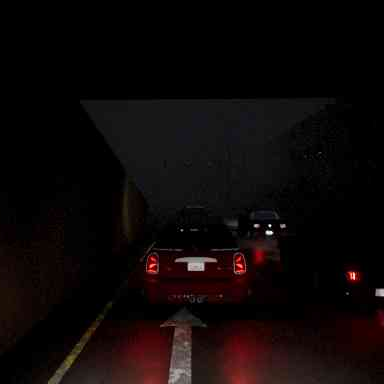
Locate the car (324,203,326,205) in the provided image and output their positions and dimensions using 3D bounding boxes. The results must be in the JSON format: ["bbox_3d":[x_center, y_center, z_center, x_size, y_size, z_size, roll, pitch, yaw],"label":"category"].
[{"bbox_3d":[17.516,1.453,39.950,2.038,1.542,4.974,0,0,45],"label":"car"}]

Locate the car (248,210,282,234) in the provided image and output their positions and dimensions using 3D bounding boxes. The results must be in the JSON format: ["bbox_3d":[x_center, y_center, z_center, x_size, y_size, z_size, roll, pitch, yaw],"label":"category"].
[{"bbox_3d":[3.591,1.601,17.628,1.895,1.301,4.718,0,0,0],"label":"car"}]

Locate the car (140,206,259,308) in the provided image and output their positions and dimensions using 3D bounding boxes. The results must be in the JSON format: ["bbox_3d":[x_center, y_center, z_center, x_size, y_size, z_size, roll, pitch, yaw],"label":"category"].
[{"bbox_3d":[0.079,1.352,8.055,2.097,1.767,4.553,0,0,0],"label":"car"}]

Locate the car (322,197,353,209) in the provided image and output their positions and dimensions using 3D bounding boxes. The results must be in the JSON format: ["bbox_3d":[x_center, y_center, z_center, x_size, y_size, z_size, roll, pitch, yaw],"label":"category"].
[{"bbox_3d":[17.553,1.295,39.987,1.853,1.218,4.536,0,0,45],"label":"car"}]

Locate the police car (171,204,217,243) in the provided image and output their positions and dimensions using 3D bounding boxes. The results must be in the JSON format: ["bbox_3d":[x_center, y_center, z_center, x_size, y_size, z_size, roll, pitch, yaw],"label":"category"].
[{"bbox_3d":[0.087,1.504,17.180,2.038,1.542,4.974,0,0,0],"label":"police car"}]

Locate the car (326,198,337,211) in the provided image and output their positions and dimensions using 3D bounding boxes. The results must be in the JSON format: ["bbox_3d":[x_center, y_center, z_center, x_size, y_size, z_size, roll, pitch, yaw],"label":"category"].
[{"bbox_3d":[17.414,1.453,35.343,2.038,1.542,4.974,0,0,-35],"label":"car"}]

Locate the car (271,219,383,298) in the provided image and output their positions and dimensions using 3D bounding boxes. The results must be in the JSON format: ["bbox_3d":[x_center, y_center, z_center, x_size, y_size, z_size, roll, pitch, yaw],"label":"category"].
[{"bbox_3d":[3.603,1.601,8.471,1.895,1.301,4.718,0,0,0],"label":"car"}]
